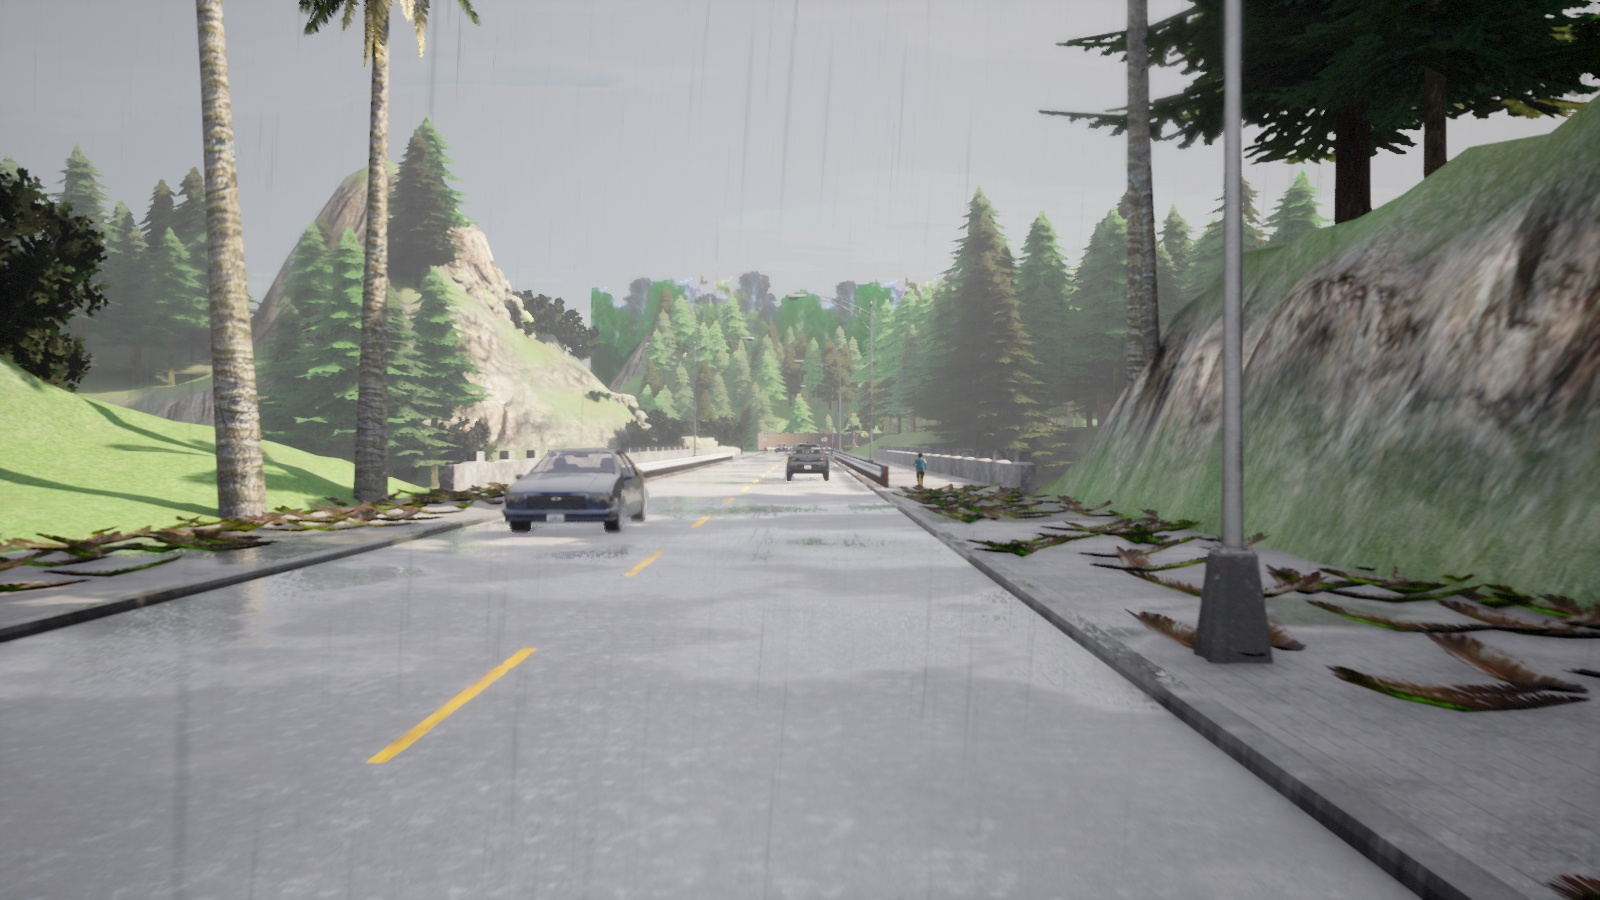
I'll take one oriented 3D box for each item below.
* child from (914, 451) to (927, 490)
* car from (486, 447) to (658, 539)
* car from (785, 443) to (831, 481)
[{"bbox_3d":[3.666,0.624,38.211,0.343,1.192,0.448,0,0,3],"label":"child"},{"bbox_3d":[-3.853,0.666,22.193,2.033,1.411,5.357,0,0,0],"label":"car"},{"bbox_3d":[0.323,0.467,52.002,1.816,1.474,4.193,0,0,0],"label":"car"}]
